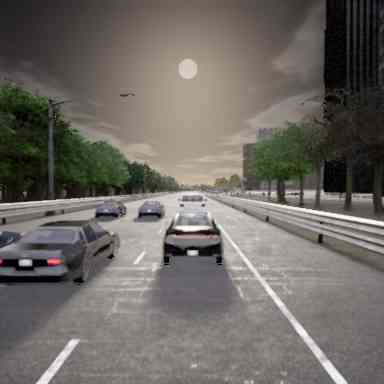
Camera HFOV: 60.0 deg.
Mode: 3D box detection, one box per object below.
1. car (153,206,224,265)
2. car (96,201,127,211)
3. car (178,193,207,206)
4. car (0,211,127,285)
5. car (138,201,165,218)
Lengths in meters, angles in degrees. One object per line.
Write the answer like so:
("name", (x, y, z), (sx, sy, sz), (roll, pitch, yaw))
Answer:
("car", (0.056, 1.451, 11.582), (2.128, 1.511, 4.902), (0, 0, 1))
("car", (-6.931, 1.454, 28.899), (1.994, 1.385, 4.181), (0, 0, 0))
("car", (0.058, 1.122, 26.944), (2.150, 2.045, 5.566), (0, 1, 0))
("car", (-3.457, 1.514, 9.444), (2.033, 1.411, 5.357), (0, 0, 0))
("car", (-3.431, 1.454, 28.809), (1.994, 1.385, 4.181), (0, 0, 0))
